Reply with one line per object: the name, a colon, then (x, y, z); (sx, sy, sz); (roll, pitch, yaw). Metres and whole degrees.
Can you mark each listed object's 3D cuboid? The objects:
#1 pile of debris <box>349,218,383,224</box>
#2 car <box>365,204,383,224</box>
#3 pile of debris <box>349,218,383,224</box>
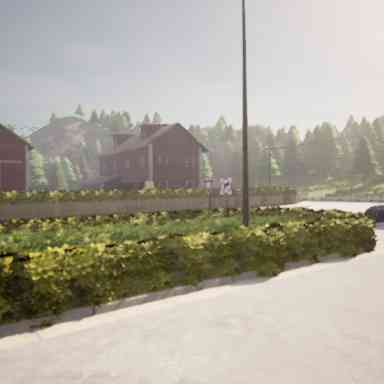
pile of debris: (11.152, 1.820, 20.833); (1.500, 0.140, 1.860); (-1, 1, -35)
car: (12.005, 1.007, 18.621); (2.097, 1.767, 4.553); (-1, 1, -15)
pile of debris: (11.152, 1.820, 20.833); (1.500, 0.140, 1.860); (-1, 1, -35)
